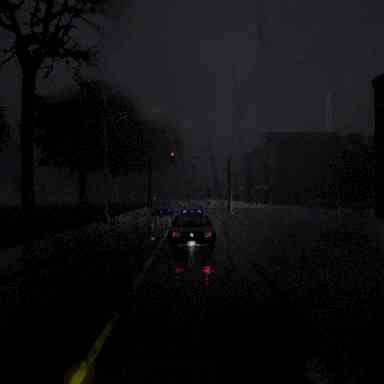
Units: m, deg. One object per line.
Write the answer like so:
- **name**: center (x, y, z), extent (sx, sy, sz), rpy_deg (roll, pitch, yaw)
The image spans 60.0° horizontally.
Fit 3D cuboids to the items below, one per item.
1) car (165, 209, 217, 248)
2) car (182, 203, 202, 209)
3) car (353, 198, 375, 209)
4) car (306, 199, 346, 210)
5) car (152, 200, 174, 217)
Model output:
- **car**: center (0.000, 1.630, 14.683), extent (1.895, 1.301, 4.718), rpy_deg (0, 0, 0)
- **car**: center (0.000, 1.671, 29.685), extent (1.895, 1.301, 4.718), rpy_deg (0, 0, 0)
- **car**: center (21.321, 1.382, 38.626), extent (4.829, 1.417, 1.752), rpy_deg (0, 0, 0)
- **car**: center (15.477, 1.453, 38.587), extent (4.403, 1.369, 2.008), rpy_deg (0, 0, 0)
- **car**: center (-2.750, 1.576, 32.285), extent (1.882, 1.535, 5.008), rpy_deg (0, 0, 0)
